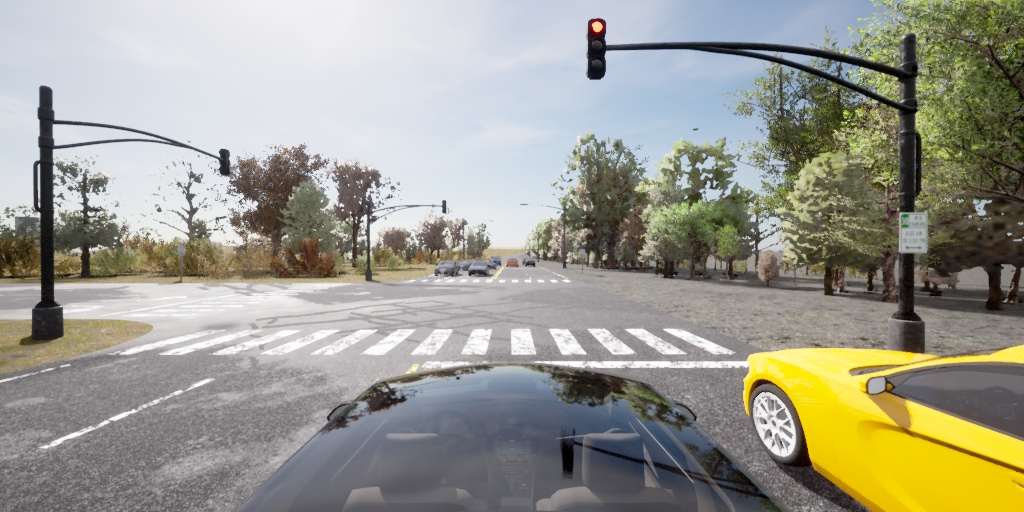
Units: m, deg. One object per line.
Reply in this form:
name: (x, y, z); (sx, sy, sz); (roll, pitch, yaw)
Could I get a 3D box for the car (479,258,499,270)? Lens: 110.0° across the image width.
car: (-3.325, 1.316, 51.229); (1.994, 1.385, 4.181); (0, 0, 0)

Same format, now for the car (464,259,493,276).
car: (-3.338, 1.297, 36.687); (2.033, 1.411, 5.357); (0, 0, 0)

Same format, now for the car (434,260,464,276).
car: (-6.586, 1.241, 36.465); (2.128, 1.511, 4.902); (0, 0, 0)

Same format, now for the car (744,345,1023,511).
car: (3.363, 1.195, 1.746); (1.882, 1.535, 5.008); (0, 1, 0)

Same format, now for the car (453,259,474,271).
car: (-6.579, 1.242, 48.905); (2.128, 1.511, 4.902); (0, 0, 0)
